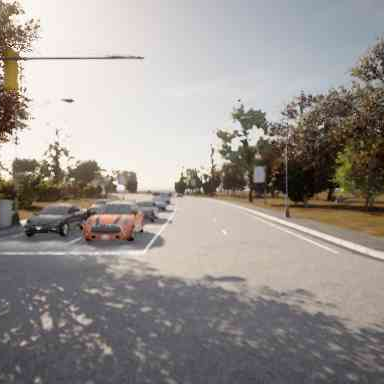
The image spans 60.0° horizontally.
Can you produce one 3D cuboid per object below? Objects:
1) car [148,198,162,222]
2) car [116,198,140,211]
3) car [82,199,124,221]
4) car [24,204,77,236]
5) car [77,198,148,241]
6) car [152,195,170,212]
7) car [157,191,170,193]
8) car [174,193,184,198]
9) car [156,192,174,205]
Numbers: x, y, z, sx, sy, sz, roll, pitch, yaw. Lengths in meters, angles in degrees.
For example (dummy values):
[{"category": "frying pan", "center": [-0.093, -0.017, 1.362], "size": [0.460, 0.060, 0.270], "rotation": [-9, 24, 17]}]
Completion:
[{"category": "car", "center": [-3.613, 1.386, 25.207], "size": [1.837, 1.490, 4.892], "rotation": [0, 0, 0]}, {"category": "car", "center": [-7.224, 1.388, 37.892], "size": [1.895, 1.301, 4.718], "rotation": [0, 1, -1]}, {"category": "car", "center": [-7.119, 1.361, 27.233], "size": [2.128, 1.511, 4.902], "rotation": [0, 0, 0]}, {"category": "car", "center": [-7.101, 1.425, 17.814], "size": [1.837, 1.490, 4.892], "rotation": [0, 0, 0]}, {"category": "car", "center": [-3.600, 1.281, 16.063], "size": [2.097, 1.767, 4.553], "rotation": [0, 0, 0]}, {"category": "car", "center": [-3.689, 1.333, 35.686], "size": [1.812, 1.442, 4.674], "rotation": [0, 1, -1]}, {"category": "car", "center": [-7.057, 0.709, 87.887], "size": [1.882, 1.535, 5.008], "rotation": [0, 1, -18]}, {"category": "car", "center": [-3.802, 0.817, 89.191], "size": [1.895, 1.301, 4.718], "rotation": [0, 1, -18]}, {"category": "car", "center": [-4.229, 1.190, 51.948], "size": [2.033, 1.411, 5.357], "rotation": [0, 1, -4]}]
